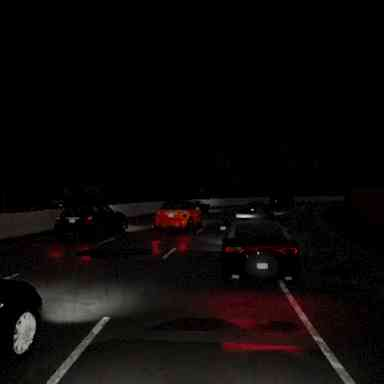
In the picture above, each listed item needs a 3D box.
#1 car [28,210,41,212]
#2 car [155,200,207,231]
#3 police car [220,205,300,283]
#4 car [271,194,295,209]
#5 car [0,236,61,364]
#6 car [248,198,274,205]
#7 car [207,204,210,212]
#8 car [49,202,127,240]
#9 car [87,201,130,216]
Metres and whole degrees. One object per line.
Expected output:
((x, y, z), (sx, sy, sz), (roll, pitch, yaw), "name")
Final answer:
((-14.914, 1.485, 35.011), (2.128, 1.511, 4.902), (0, 0, 19), "car")
((-0.693, 1.348, 20.755), (2.097, 1.767, 4.553), (0, 0, 13), "car")
((1.860, 1.424, 9.894), (1.930, 1.638, 5.238), (0, 0, 7), "police car")
((11.734, 1.214, 43.148), (2.150, 2.045, 5.566), (0, 0, 31), "car")
((-3.198, 1.504, 3.020), (1.837, 1.490, 4.892), (0, 0, 2), "car")
((6.206, 1.558, 31.513), (1.994, 1.385, 4.181), (0, 0, 23), "car")
((0.340, 1.594, 35.428), (1.895, 1.301, 4.718), (0, 0, 22), "car")
((-5.043, 1.349, 17.211), (2.097, 1.767, 4.553), (0, 0, 10), "car")
((-8.188, 1.595, 33.219), (1.895, 1.301, 4.718), (0, 0, 19), "car")
